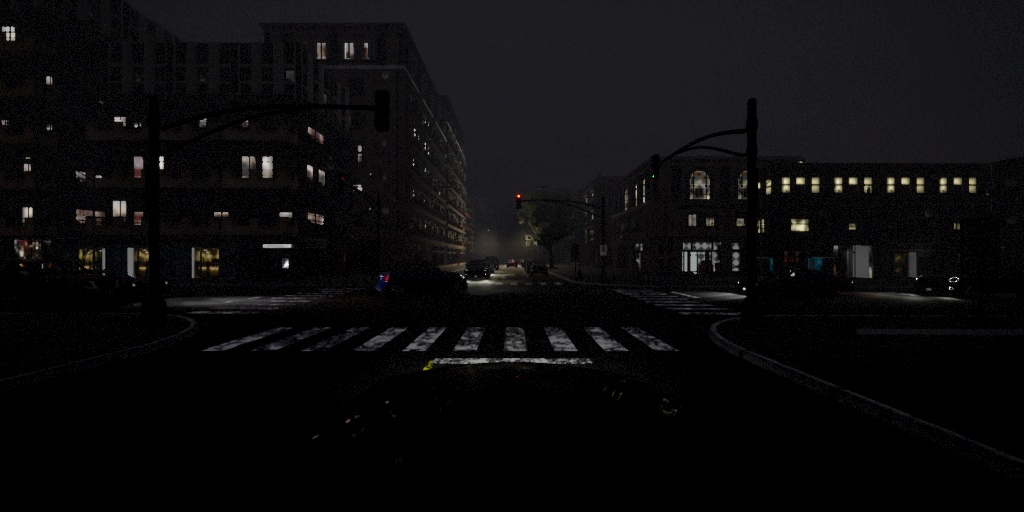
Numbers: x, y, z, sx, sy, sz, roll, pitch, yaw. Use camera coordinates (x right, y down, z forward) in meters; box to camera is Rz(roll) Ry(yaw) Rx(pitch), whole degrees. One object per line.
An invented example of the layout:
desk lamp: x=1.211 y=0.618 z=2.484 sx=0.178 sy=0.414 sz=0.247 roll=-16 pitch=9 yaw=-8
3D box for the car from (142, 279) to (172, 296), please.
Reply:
car: x=-17.961 y=1.297 z=15.692 sx=4.718 sy=1.301 sz=1.895 roll=0 pitch=0 yaw=0

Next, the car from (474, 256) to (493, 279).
car: x=-3.065 y=1.124 z=32.281 sx=2.097 sy=1.767 sz=4.553 roll=0 pitch=0 yaw=-1

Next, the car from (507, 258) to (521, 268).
car: x=0.015 y=1.319 z=63.178 sx=2.128 sy=1.511 sz=4.902 roll=0 pitch=0 yaw=0

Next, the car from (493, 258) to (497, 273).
car: x=-3.088 y=1.315 z=42.579 sx=1.812 sy=1.442 sz=4.674 roll=0 pitch=0 yaw=0

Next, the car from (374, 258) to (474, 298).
car: x=-4.649 y=1.111 z=18.703 sx=4.553 sy=1.767 sz=2.097 roll=0 pitch=0 yaw=-34

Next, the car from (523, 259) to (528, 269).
car: x=2.701 y=1.228 z=42.517 sx=1.967 sy=1.591 sz=4.097 roll=0 pitch=0 yaw=0

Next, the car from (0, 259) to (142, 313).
car: x=-17.273 y=1.014 z=13.106 sx=5.009 sy=1.841 sz=2.192 roll=0 pitch=0 yaw=0

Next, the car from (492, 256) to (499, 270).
car: x=-3.078 y=1.028 z=53.211 sx=2.150 sy=2.045 sz=5.566 roll=0 pitch=0 yaw=1

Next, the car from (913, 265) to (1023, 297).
car: x=24.528 y=1.219 z=19.181 sx=4.553 sy=1.767 sz=2.097 roll=0 pitch=0 yaw=0

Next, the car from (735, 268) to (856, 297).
car: x=15.028 y=1.372 z=19.117 sx=5.357 sy=1.411 sz=2.033 roll=0 pitch=0 yaw=0

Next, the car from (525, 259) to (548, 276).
car: x=2.699 y=1.330 z=36.820 sx=2.007 sy=1.370 sz=4.403 roll=0 pitch=0 yaw=0
